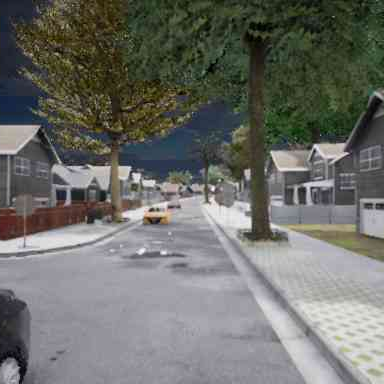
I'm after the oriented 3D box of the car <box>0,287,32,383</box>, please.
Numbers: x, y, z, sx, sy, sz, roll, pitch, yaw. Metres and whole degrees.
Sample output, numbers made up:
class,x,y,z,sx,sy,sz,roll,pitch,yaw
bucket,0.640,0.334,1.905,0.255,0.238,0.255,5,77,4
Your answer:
class,x,y,z,sx,sy,sz,roll,pitch,yaw
car,-2.749,1.547,1.914,1.837,1.490,4.892,0,-1,0

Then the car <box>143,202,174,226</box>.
class,x,y,z,sx,sy,sz,roll,pitch,yaw
car,-2.700,1.796,26.297,1.882,1.535,5.008,0,0,0

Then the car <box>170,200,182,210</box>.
class,x,y,z,sx,sy,sz,roll,pitch,yaw
car,-2.650,1.931,51.989,1.882,1.535,5.008,0,0,0
